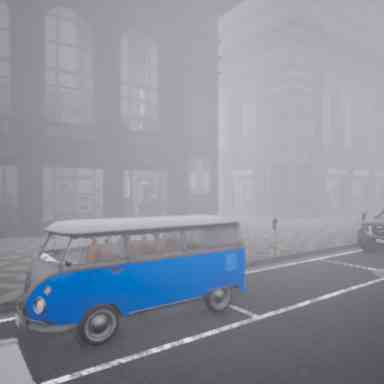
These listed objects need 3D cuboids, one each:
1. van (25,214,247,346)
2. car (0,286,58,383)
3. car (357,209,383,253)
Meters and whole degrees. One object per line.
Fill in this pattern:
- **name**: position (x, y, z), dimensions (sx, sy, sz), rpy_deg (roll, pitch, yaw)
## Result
- **van**: position (-0.829, 1.343, 6.059), dimensions (3.998, 1.788, 1.690), rpy_deg (0, 0, -35)
- **car**: position (-3.075, 1.600, 1.186), dimensions (4.718, 1.301, 1.895), rpy_deg (0, 0, -36)
- **car**: position (8.348, 1.325, 12.605), dimensions (5.009, 1.841, 2.192), rpy_deg (0, 0, -35)
